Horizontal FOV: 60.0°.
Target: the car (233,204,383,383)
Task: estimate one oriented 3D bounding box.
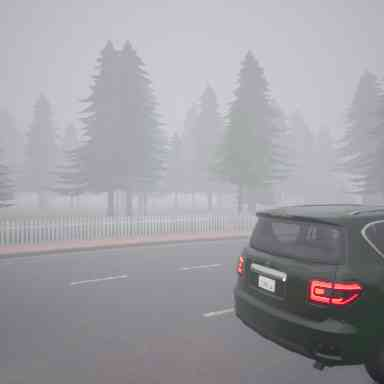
[{"bbox_3d":[3.306,1.222,5.348,5.566,2.045,2.150,0,0,-27],"label":"car"}]
